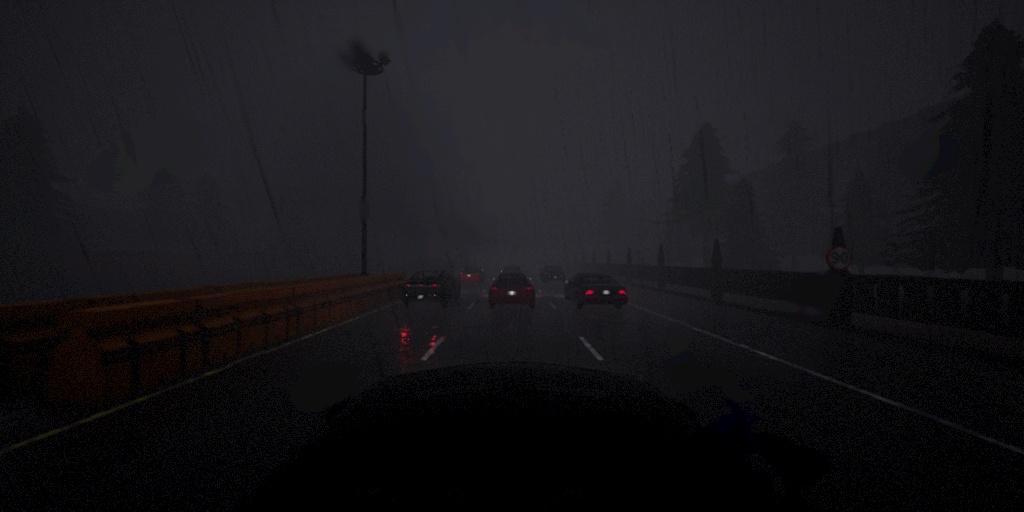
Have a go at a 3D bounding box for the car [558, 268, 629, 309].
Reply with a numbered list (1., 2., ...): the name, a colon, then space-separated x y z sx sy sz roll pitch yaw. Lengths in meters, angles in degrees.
1. car: 3.505 1.428 15.836 2.033 1.411 5.357 0 0 0

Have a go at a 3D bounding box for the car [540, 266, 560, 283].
1. car: 3.512 1.549 31.221 1.812 1.442 4.674 0 0 0

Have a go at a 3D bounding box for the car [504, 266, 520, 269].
1. car: 0.009 1.567 30.835 2.033 1.411 5.357 0 0 0

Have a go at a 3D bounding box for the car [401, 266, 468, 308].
1. car: -3.493 1.376 16.140 2.128 1.511 4.902 0 0 0

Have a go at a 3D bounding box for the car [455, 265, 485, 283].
1. car: -3.490 1.587 31.165 1.994 1.385 4.181 0 0 0

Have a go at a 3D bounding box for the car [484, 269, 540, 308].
1. car: 0.007 1.448 16.166 1.994 1.385 4.181 0 0 0
